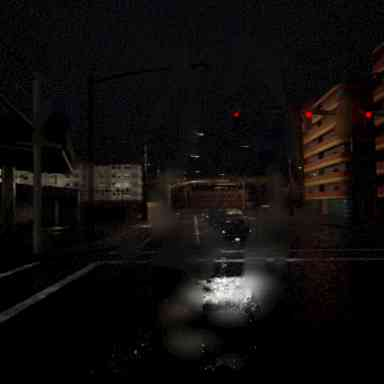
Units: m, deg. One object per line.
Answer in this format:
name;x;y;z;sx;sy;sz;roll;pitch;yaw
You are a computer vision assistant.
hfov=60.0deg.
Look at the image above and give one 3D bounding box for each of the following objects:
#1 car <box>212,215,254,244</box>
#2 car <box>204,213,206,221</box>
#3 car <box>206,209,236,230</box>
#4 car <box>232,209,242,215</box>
car;2.412;2.245;19.681;1.895;1.301;4.718;-1;-2;0
car;2.561;2.834;39.827;1.837;1.490;4.892;-1;-2;0
car;2.483;2.511;29.711;1.812;1.442;4.674;-1;-2;1
car;6.334;3.228;50.367;1.895;1.301;4.718;-1;-2;0
